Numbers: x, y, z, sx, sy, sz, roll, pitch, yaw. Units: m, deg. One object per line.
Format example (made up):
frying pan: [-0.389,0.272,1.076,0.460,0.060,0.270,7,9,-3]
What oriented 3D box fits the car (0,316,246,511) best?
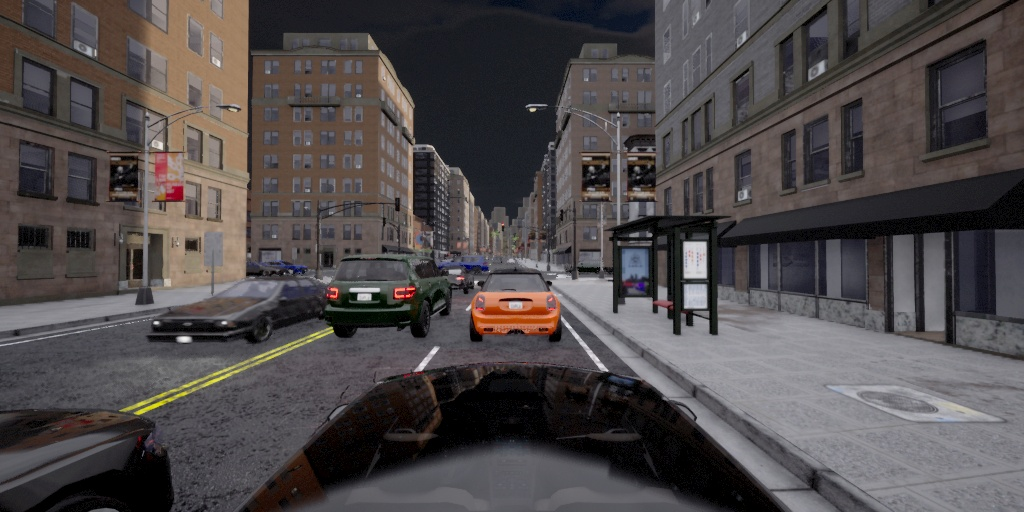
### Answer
car: [-3.144,1.241,0.336,2.128,1.511,4.902,0,0,0]

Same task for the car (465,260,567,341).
car: [0.079,1.105,9.988,2.097,1.767,4.553,0,0,0]

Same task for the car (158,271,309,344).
car: [-6.616,1.300,9.895,2.033,1.411,5.357,0,0,0]

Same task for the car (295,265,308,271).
car: [-22.793,1.151,35.228,5.008,1.535,1.882,0,-1,0]

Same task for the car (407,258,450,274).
car: [-9.757,1.161,41.998,4.553,1.767,2.097,0,-1,0]

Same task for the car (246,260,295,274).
car: [-22.923,1.177,31.978,5.357,1.411,2.033,0,-1,0]

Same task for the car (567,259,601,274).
car: [8.510,1.221,42.121,4.553,1.767,2.097,0,-1,0]

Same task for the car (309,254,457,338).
car: [-3.173,0.975,10.373,2.150,2.045,5.566,0,0,0]

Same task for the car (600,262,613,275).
car: [12.397,1.438,38.885,4.718,1.301,1.895,0,-1,0]

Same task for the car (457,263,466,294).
car: [-3.202,1.283,20.080,1.812,1.442,4.674,0,0,0]

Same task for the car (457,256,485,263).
car: [-5.340,1.004,38.780,5.566,2.045,2.150,0,-1,0]
